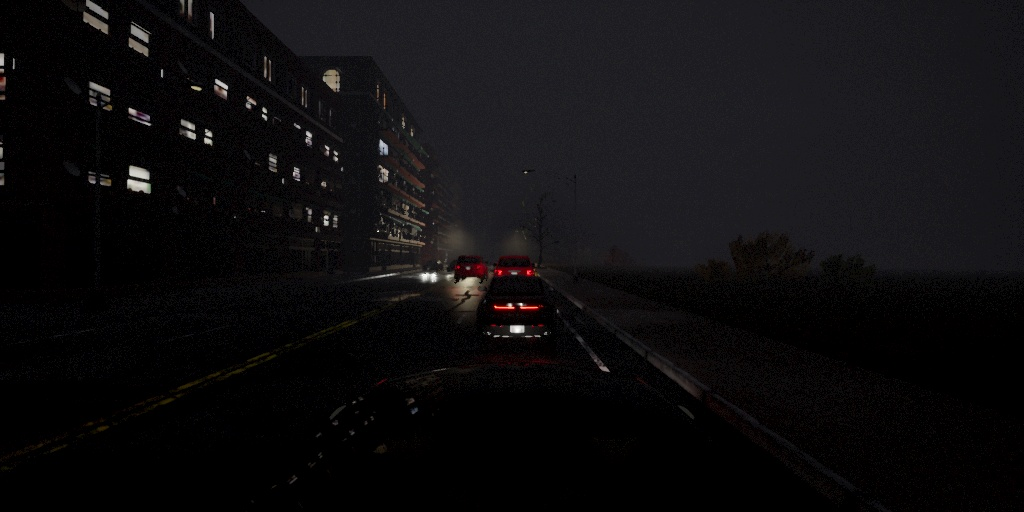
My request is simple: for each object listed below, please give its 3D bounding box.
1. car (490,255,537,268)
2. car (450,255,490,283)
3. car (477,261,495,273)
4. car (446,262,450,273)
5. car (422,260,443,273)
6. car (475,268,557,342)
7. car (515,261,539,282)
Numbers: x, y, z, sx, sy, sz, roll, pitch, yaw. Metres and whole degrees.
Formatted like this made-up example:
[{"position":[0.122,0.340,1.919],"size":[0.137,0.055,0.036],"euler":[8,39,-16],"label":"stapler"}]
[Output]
[{"position":[0.116,0.974,20.143],"size":[2.150,2.045,5.566],"euler":[0,0,0],"label":"car"},{"position":[-3.129,0.973,28.175],"size":[2.150,2.045,5.566],"euler":[0,0,0],"label":"car"},{"position":[-3.113,1.354,44.420],"size":[1.895,1.301,4.718],"euler":[0,0,0],"label":"car"},{"position":[-6.564,1.105,43.383],"size":[2.097,1.767,4.553],"euler":[0,0,0],"label":"car"},{"position":[-9.813,1.244,44.577],"size":[2.128,1.511,4.902],"euler":[0,0,0],"label":"car"},{"position":[0.109,1.256,9.796],"size":[1.837,1.490,4.892],"euler":[0,0,0],"label":"car"},{"position":[1.163,1.209,30.551],"size":[1.801,1.575,5.366],"euler":[0,0,0],"label":"car"}]
